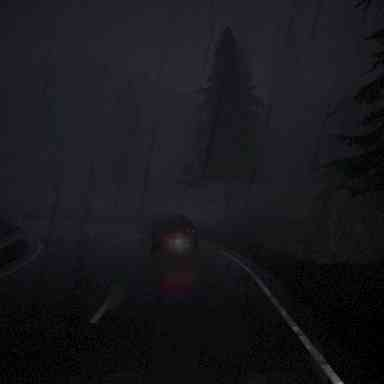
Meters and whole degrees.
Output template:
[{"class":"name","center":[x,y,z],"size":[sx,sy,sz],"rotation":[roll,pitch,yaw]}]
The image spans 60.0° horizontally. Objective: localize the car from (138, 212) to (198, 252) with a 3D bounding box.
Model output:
[{"class":"car","center":[-1.159,1.643,14.749],"size":[1.837,1.490,4.892],"rotation":[1,0,-16]}]

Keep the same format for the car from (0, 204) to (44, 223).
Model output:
[{"class":"car","center":[-14.828,1.733,27.792],"size":[5.008,1.535,1.882],"rotation":[0,-1,18]}]
